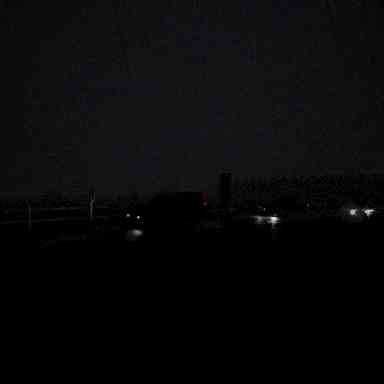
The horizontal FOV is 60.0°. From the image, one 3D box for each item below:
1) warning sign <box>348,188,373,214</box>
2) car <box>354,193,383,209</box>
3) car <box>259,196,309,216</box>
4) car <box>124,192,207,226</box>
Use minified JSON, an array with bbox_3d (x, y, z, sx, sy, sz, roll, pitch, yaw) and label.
[{"bbox_3d":[12.660,0.650,25.014,1.060,1.860,1.300,0,-1,-34],"label":"warning sign"},{"bbox_3d":[19.439,0.921,35.819,5.008,1.535,1.882,-2,0,-33],"label":"car"},{"bbox_3d":[7.837,1.154,28.157,4.892,1.490,1.837,-1,0,-33],"label":"car"},{"bbox_3d":[-1.615,1.043,21.900,5.566,2.045,2.150,-1,0,-34],"label":"car"}]
